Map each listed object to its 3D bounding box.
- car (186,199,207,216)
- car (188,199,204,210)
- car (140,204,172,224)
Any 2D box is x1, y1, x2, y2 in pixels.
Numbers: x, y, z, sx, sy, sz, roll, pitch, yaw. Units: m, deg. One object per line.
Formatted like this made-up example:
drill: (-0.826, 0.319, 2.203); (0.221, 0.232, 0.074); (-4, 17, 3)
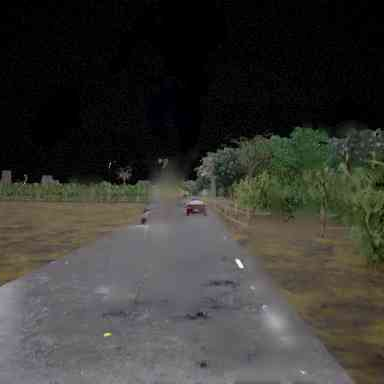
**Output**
car: (0.460, 1.505, 32.921); (1.882, 1.535, 5.008); (0, 0, 1)
car: (0.529, 1.601, 43.387); (1.994, 1.385, 4.181); (0, 0, 1)
car: (-2.564, 1.583, 24.649); (1.994, 1.385, 4.181); (0, 0, 1)
